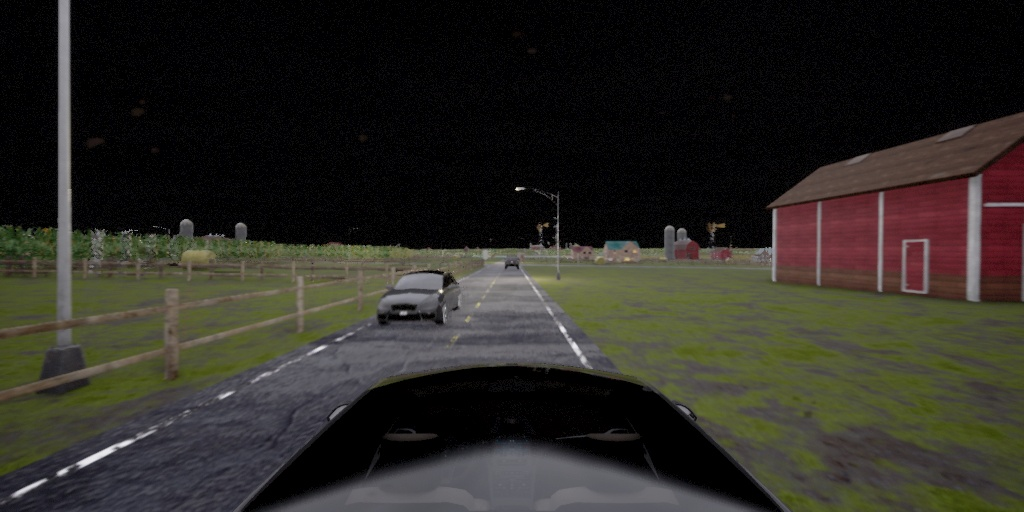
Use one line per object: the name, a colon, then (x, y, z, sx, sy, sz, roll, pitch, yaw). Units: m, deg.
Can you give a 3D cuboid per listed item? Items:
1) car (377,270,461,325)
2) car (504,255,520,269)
car: (-2.826, 1.247, 11.801, 1.837, 1.490, 4.892, 0, 0, 0)
car: (-0.002, 0.932, 53.554, 2.150, 2.045, 5.566, 0, 0, 0)
